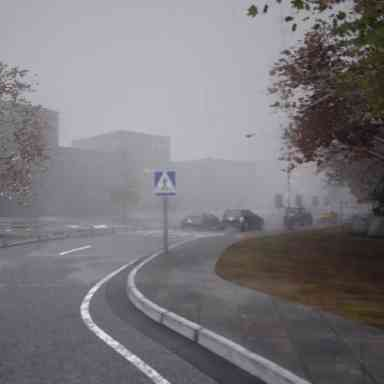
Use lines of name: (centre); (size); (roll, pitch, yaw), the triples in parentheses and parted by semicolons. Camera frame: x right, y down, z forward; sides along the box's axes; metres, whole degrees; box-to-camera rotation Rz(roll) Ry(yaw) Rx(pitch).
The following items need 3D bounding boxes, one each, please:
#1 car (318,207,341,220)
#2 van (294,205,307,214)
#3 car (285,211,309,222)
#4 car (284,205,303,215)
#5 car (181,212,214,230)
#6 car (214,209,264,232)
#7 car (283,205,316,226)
car: (21.966, 3.614, 52.898); (1.882, 1.535, 5.008); (0, -2, 34)
van: (25.796, 4.039, 78.945); (1.878, 1.987, 4.442); (0, -2, 34)
car: (15.504, 3.536, 48.933); (2.033, 1.411, 5.357); (0, -2, 34)
car: (22.724, 3.886, 74.436); (2.435, 2.045, 5.566); (0, -2, 34)
car: (0.881, 2.302, 26.962); (1.994, 1.385, 4.181); (0, -3, 32)
car: (3.967, 2.121, 25.965); (2.097, 1.767, 4.553); (0, -3, 33)
car: (12.347, 2.821, 38.628); (2.150, 2.045, 5.566); (0, -3, 34)
